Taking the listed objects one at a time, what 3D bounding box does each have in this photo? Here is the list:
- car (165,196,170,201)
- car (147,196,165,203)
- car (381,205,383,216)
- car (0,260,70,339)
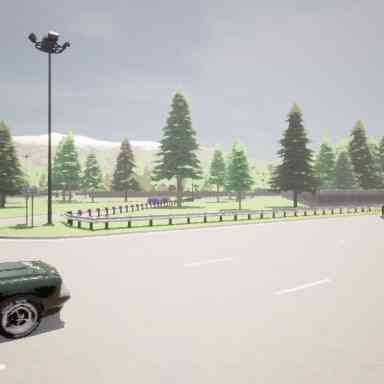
[{"bbox_3d":[-5.672,1.526,69.464,1.812,1.442,4.674,0,0,5],"label":"car"},{"bbox_3d":[-6.648,1.478,59.425,1.882,1.535,5.008,0,0,5],"label":"car"},{"bbox_3d":[19.225,1.477,30.315,5.008,1.535,1.882,0,0,-35],"label":"car"},{"bbox_3d":[-4.389,1.601,4.916,4.718,1.301,1.895,0,0,-35],"label":"car"}]
